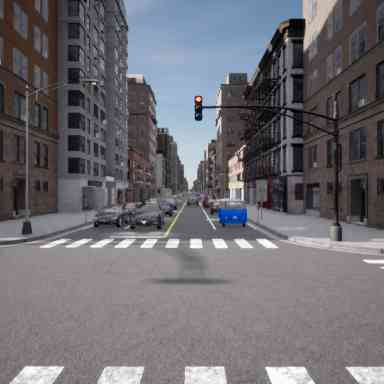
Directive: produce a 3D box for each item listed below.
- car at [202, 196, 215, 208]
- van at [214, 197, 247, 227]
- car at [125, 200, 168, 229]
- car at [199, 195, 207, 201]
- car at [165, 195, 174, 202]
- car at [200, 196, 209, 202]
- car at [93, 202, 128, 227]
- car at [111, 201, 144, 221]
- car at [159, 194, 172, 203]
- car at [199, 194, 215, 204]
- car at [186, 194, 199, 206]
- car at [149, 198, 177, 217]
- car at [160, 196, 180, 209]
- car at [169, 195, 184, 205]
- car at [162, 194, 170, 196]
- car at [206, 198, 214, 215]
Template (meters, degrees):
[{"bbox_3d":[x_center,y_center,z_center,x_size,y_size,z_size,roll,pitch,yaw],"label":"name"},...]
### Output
[{"bbox_3d":[2.689,1.577,45.214,1.802,1.307,4.206,0,0,0],"label":"car"},{"bbox_3d":[2.663,1.340,22.489,1.690,1.788,3.998,0,0,0],"label":"van"},{"bbox_3d":[-2.795,1.504,21.575,1.837,1.490,4.892,0,0,-1],"label":"car"},{"bbox_3d":[2.735,1.532,84.983,1.947,1.339,4.313,0,0,0],"label":"car"},{"bbox_3d":[-5.297,1.410,79.308,1.967,1.590,4.097,0,0,0],"label":"car"},{"bbox_3d":[2.722,1.525,73.620,2.008,1.369,4.403,0,0,0],"label":"car"},{"bbox_3d":[-5.362,1.550,22.490,2.008,1.369,4.403,0,0,0],"label":"car"},{"bbox_3d":[-5.356,1.543,28.171,1.887,1.381,4.507,0,0,0],"label":"car"},{"bbox_3d":[-5.310,1.293,67.944,2.192,1.841,5.009,0,0,0],"label":"car"},{"bbox_3d":[2.696,1.306,50.896,2.192,1.841,5.009,0,0,0],"label":"car"},{"bbox_3d":[0.162,1.481,53.562,2.128,1.511,4.902,0,0,0],"label":"car"},{"bbox_3d":[-2.801,1.563,31.602,1.994,1.385,4.181,0,0,0],"label":"car"},{"bbox_3d":[-2.799,1.522,41.723,1.812,1.442,4.674,0,0,1],"label":"car"},{"bbox_3d":[-2.685,1.630,56.774,1.895,1.301,4.718,0,0,0],"label":"car"},{"bbox_3d":[-5.316,1.548,62.262,1.947,1.339,4.313,0,0,0],"label":"car"},{"bbox_3d":[2.676,1.580,33.851,1.802,1.307,4.206,0,0,0],"label":"car"}]
